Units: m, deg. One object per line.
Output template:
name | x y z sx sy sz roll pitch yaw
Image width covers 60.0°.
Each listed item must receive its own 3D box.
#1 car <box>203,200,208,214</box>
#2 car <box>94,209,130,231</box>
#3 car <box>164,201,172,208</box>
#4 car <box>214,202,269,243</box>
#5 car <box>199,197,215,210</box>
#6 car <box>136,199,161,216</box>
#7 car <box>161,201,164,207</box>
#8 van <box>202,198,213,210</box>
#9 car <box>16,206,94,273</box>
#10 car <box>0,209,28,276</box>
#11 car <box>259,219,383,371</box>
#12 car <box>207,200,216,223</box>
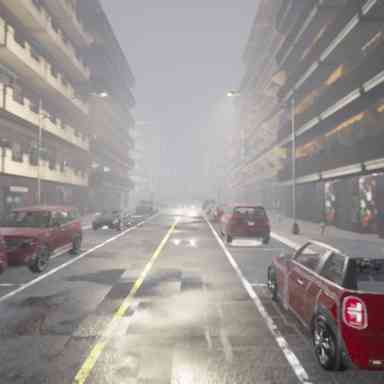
car | 2.558 2.002 38.930 1.802 1.307 4.206 1 -1 0
car | -5.292 1.798 22.398 1.947 1.339 4.313 1 -1 0
car | -5.285 2.283 61.110 1.802 1.307 4.206 1 -1 0
car | 2.559 1.487 16.808 2.192 1.841 5.009 1 -1 0
car | 2.565 1.872 49.995 2.192 1.841 5.009 1 -1 0
car | -5.283 1.736 38.989 2.192 1.841 5.009 1 -1 0
car | -5.287 2.033 44.518 1.887 1.381 4.507 1 -1 0
van | 2.566 1.969 55.526 1.690 1.788 3.998 1 -1 0
car | -5.288 1.431 11.338 2.192 1.841 5.009 1 -1 0
car | -5.289 1.375 5.809 2.192 1.841 5.009 1 -1 0
car | 2.595 1.499 5.745 1.967 1.590 4.097 1 -1 0
car | 2.558 1.733 27.869 1.967 1.590 4.097 1 -1 0
